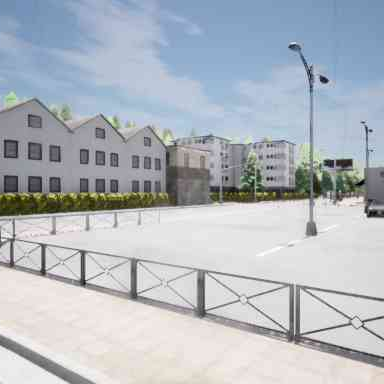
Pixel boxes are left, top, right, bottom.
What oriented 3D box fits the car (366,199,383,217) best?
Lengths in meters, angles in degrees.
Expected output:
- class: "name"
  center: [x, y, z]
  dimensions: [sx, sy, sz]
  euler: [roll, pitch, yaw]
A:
- class: "car"
  center: [15.381, 1.298, 26.840]
  dimensions: [2.007, 1.523, 4.514]
  euler: [0, 0, 35]
